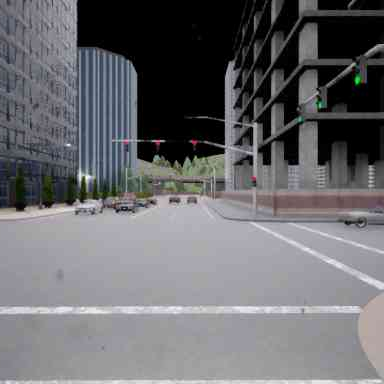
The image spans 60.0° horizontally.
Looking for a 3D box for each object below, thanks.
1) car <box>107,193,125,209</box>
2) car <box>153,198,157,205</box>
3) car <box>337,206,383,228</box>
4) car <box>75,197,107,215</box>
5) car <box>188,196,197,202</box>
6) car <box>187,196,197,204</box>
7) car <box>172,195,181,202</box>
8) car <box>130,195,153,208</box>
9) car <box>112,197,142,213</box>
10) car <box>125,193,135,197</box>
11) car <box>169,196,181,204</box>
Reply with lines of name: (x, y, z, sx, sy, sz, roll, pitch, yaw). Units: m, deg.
car: (-10.586, 1.352, 43.401, 2.097, 1.767, 4.553, 0, 0, 0)
car: (-7.066, 1.601, 56.734, 1.895, 1.301, 4.718, 0, 0, 0)
car: (11.886, 1.545, 21.265, 4.718, 1.301, 1.895, 0, 0, 0)
car: (-10.587, 1.526, 34.468, 1.812, 1.442, 4.674, 0, 0, 0)
car: (0.023, 1.579, 73.698, 1.895, 1.301, 4.718, 0, 0, 0)
car: (0.020, 1.492, 64.593, 2.128, 1.511, 4.902, 0, 0, 0)
car: (-3.477, 1.508, 73.669, 1.812, 1.442, 4.674, 0, 0, 0)
car: (-7.084, 1.564, 46.694, 1.994, 1.385, 4.181, 0, 0, 0)
car: (-7.088, 1.564, 36.785, 1.994, 1.385, 4.181, 0, 0, 0)
car: (-10.574, 1.220, 54.442, 2.150, 2.045, 5.566, 0, 0, 0)
car: (-3.480, 1.505, 64.595, 1.837, 1.490, 4.892, 0, 0, 0)
